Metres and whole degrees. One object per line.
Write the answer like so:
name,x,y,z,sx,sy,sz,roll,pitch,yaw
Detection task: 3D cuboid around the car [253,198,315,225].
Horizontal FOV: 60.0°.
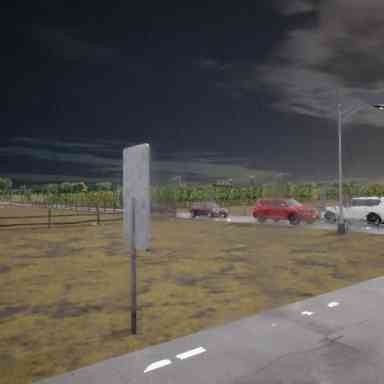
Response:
car,7.446,1.516,26.990,2.150,2.045,5.566,0,-1,-36

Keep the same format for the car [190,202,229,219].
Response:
car,1.773,1.833,34.862,2.097,1.767,4.553,0,-1,-36

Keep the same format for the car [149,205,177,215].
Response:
car,-3.818,2.268,42.617,1.895,1.301,4.718,0,-1,-36

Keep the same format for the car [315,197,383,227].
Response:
car,12.553,1.424,24.960,2.150,2.045,5.566,0,-1,-36
